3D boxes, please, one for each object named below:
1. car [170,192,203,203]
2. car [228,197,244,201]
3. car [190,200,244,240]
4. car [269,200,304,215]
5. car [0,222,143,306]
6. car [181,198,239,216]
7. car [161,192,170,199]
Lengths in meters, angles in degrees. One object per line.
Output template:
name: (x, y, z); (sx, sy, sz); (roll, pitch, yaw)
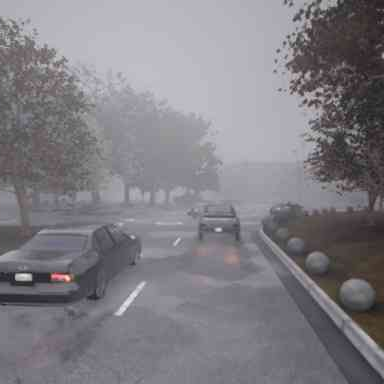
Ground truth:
car: (-0.665, 1.187, 60.802); (5.566, 2.045, 2.150); (0, 0, 25)
car: (6.773, 1.595, 59.100); (4.718, 1.301, 1.895); (0, 0, 45)
car: (1.341, 1.342, 16.131); (2.128, 1.511, 4.902); (0, 0, 6)
car: (8.859, 1.474, 30.966); (1.994, 1.385, 4.181); (0, 0, 38)
car: (-2.607, 1.435, 8.005); (2.033, 1.411, 5.357); (0, 1, 4)
car: (1.621, 1.410, 26.713); (2.033, 1.411, 5.357); (0, 0, 30)
car: (-5.561, 1.411, 94.369); (4.792, 1.488, 2.163); (0, 0, -11)
